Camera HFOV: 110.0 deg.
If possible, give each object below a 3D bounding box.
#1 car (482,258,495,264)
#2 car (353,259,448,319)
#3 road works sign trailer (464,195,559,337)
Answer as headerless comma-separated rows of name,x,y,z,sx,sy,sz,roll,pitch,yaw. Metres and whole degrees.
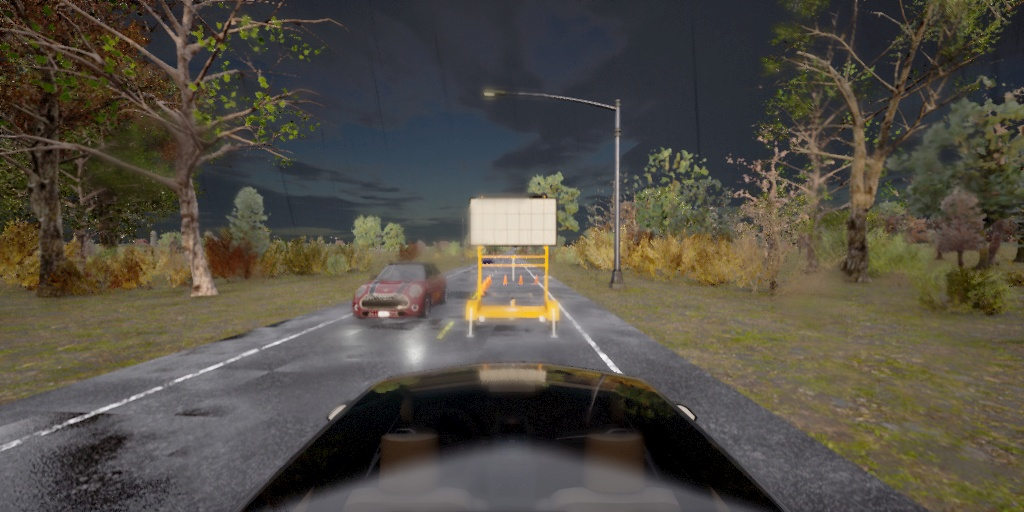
car,-3.600,0.817,54.443,1.895,1.301,4.718,0,1,0
car,-3.559,0.995,12.196,2.097,1.767,4.553,0,1,0
road works sign trailer,0.038,0.132,9.954,2.380,3.560,2.880,0,0,1
